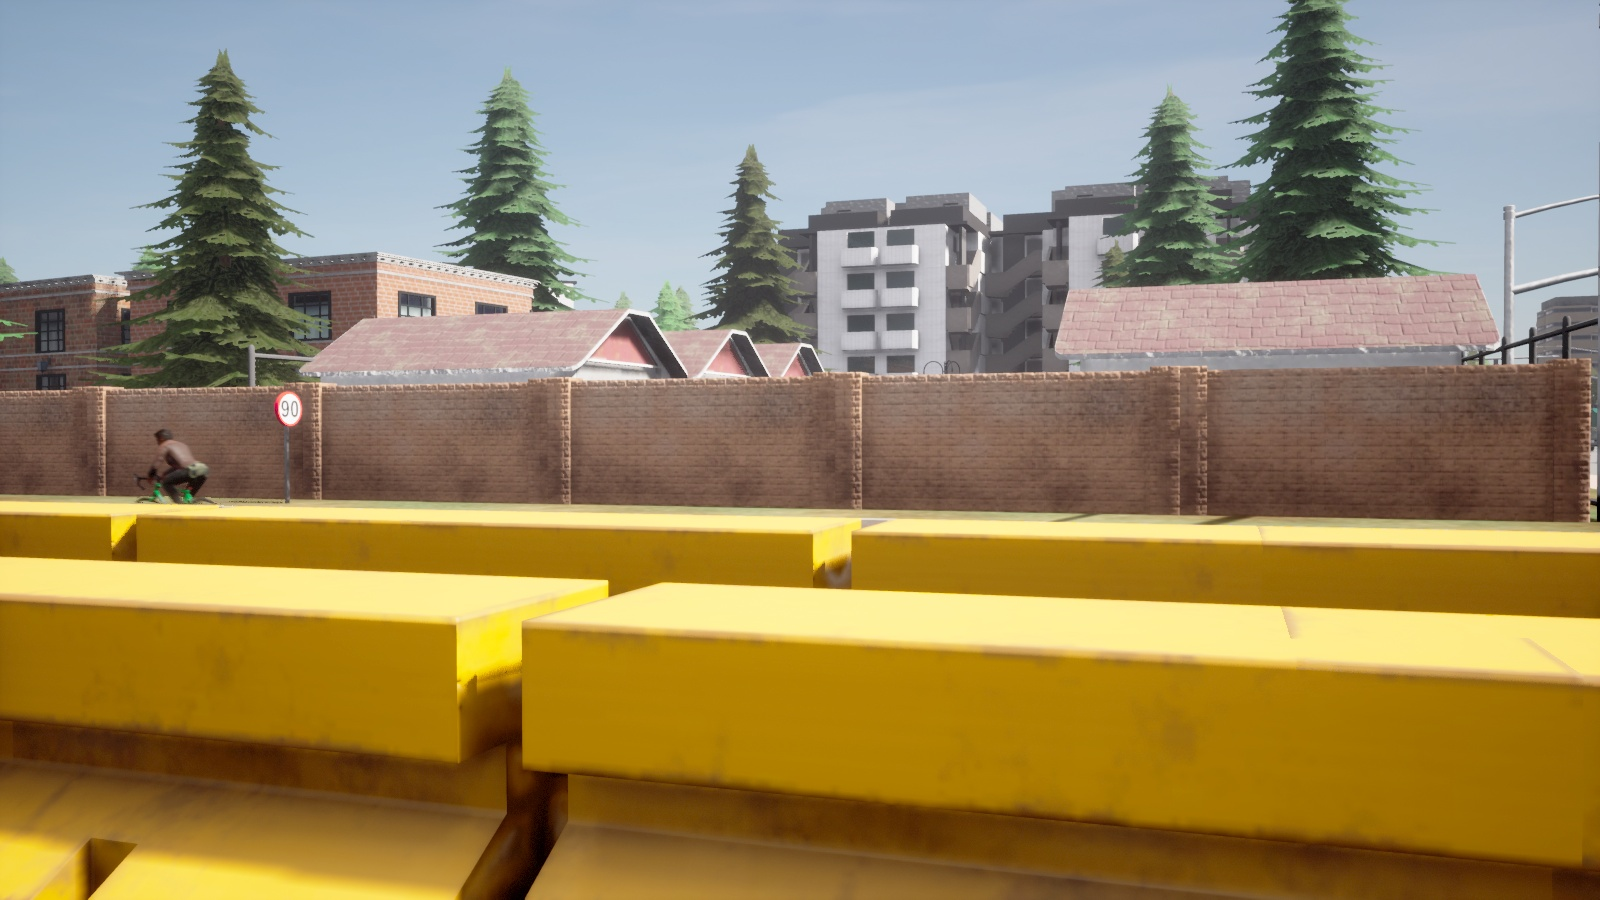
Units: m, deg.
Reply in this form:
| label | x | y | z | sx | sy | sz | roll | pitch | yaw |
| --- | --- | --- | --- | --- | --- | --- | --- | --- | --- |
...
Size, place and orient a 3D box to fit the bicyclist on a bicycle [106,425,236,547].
| label | x | y | z | sx | sy | sz | roll | pitch | yaw |
| --- | --- | --- | --- | --- | --- | --- | --- | --- | --- |
| bicyclist on a bicycle | -8.597 | 0.472 | 17.163 | 1.656 | 1.620 | 0.582 | 0 | 1 | 19 |

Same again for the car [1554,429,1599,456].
| label | x | y | z | sx | sy | sz | roll | pitch | yaw |
| --- | --- | --- | --- | --- | --- | --- | --- | --- | --- |
| car | 50.152 | -0.497 | 80.589 | 2.152 | 1.651 | 5.027 | 1 | 1 | 20 |
